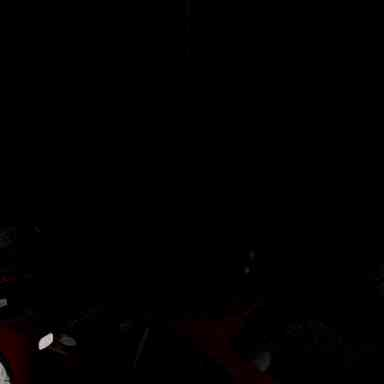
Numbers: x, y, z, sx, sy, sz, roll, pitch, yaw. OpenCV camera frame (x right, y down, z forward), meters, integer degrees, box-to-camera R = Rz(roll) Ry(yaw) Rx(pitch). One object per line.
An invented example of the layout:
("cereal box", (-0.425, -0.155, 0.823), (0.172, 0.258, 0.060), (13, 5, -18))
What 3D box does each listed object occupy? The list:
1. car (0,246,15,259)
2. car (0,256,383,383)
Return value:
("car", (-4.698, 1.545, 6.297), (4.507, 1.381, 1.887), (0, 0, 35))
("car", (-0.264, 1.545, 3.148), (4.507, 1.381, 1.887), (0, 0, 35))
